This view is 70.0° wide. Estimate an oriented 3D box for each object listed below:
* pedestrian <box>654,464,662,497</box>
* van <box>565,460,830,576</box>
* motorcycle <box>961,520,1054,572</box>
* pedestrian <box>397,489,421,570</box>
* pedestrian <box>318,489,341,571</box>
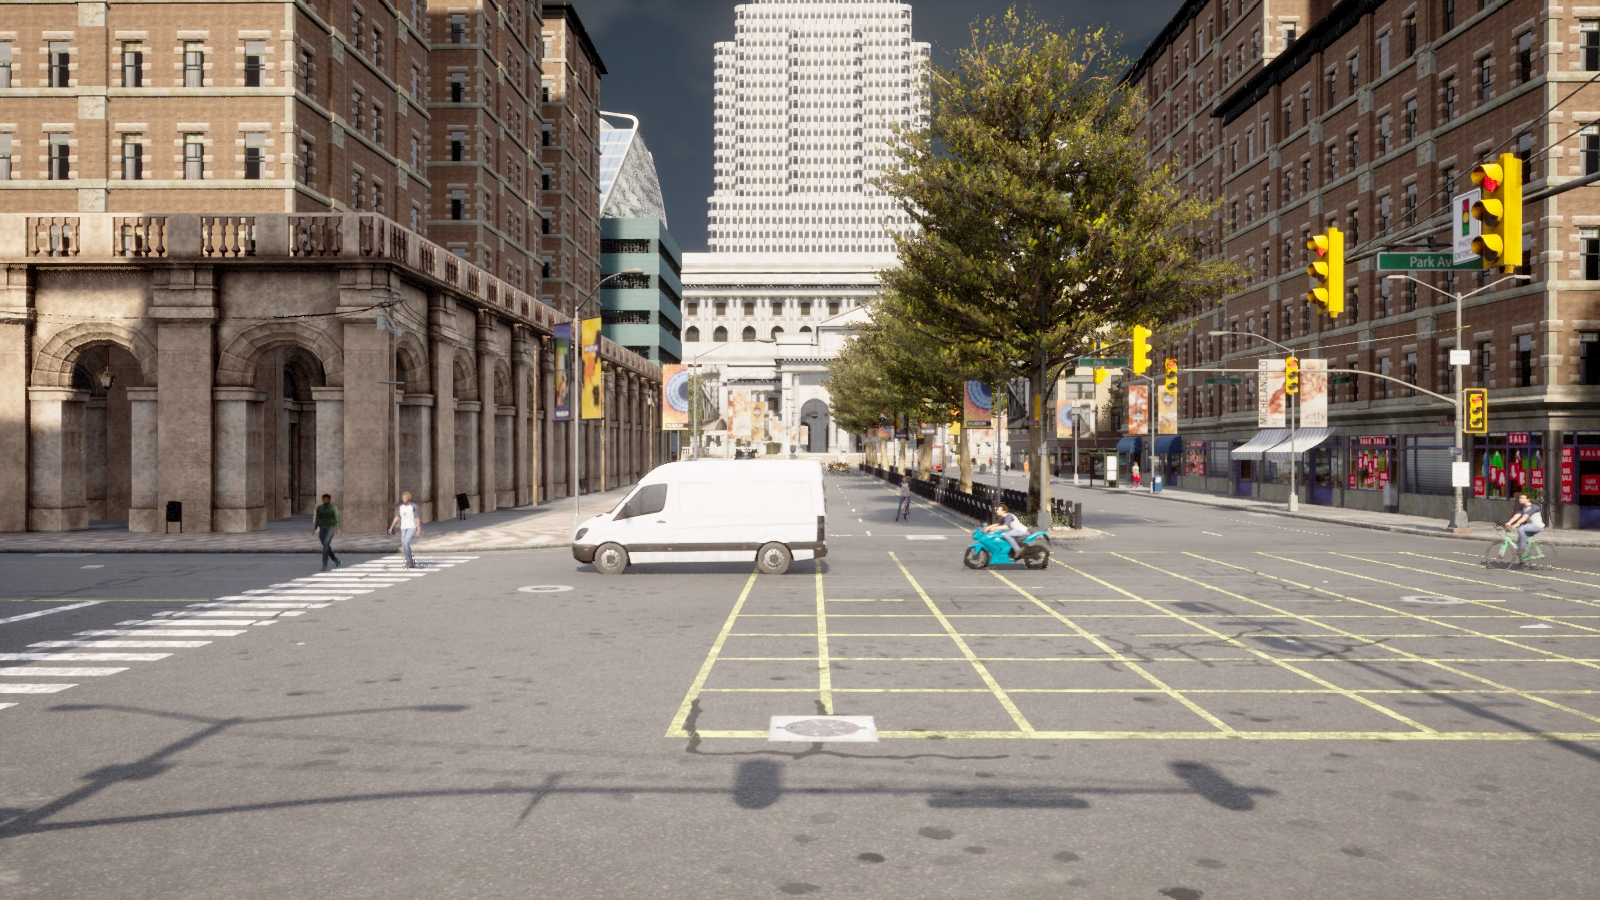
[{"bbox_3d":[-7.882,1.696,63.522,0.375,1.860,0.375,0,0,2],"label":"pedestrian"},{"bbox_3d":[-2.297,1.533,26.559,5.915,2.561,1.988,0,0,0],"label":"van"},{"bbox_3d":[4.796,2.213,26.500,2.033,1.145,0.803,0,0,0],"label":"motorcycle"},{"bbox_3d":[-9.098,1.849,26.610,0.375,1.860,0.375,0,0,15],"label":"pedestrian"},{"bbox_3d":[-10.935,1.848,26.533,0.375,1.860,0.375,0,0,1],"label":"pedestrian"}]
